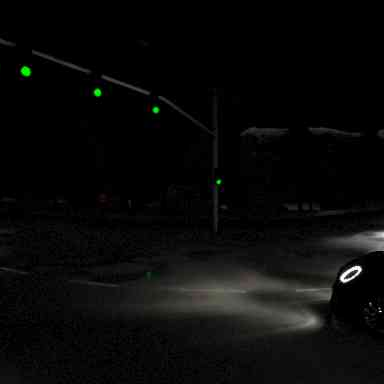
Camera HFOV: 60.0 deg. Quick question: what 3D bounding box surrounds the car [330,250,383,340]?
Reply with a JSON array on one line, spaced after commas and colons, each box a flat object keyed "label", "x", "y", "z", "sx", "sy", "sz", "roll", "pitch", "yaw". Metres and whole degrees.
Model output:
[{"label": "car", "x": 4.588, "y": 1.352, "z": 5.020, "sx": 4.553, "sy": 1.767, "sz": 2.097, "roll": 0, "pitch": 0, "yaw": 36}]
